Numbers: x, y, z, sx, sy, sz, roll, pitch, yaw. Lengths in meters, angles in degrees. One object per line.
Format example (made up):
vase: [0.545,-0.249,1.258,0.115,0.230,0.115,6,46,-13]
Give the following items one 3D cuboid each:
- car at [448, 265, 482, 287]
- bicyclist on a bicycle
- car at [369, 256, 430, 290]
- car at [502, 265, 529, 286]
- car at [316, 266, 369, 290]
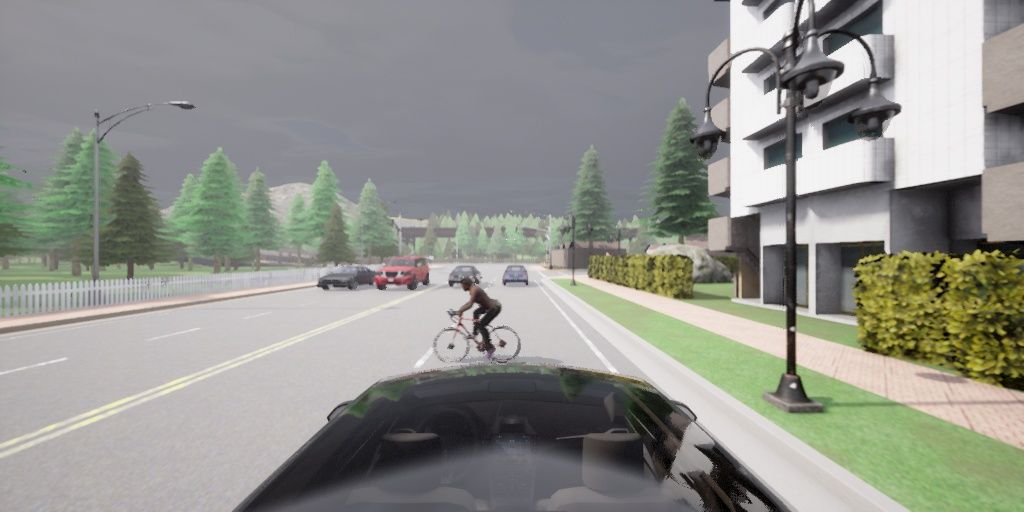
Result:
car: [-3.237,1.363,25.193,2.033,1.411,5.357,0,0,0]
bicyclist on a bicycle: [-0.674,1.215,6.740,1.656,1.620,0.582,-2,0,0]
car: [-6.859,1.034,23.147,2.150,2.045,5.566,0,0,1]
car: [0.272,1.368,26.337,2.033,1.411,5.357,0,0,0]
car: [-10.359,1.355,23.176,2.033,1.411,5.357,0,0,1]
